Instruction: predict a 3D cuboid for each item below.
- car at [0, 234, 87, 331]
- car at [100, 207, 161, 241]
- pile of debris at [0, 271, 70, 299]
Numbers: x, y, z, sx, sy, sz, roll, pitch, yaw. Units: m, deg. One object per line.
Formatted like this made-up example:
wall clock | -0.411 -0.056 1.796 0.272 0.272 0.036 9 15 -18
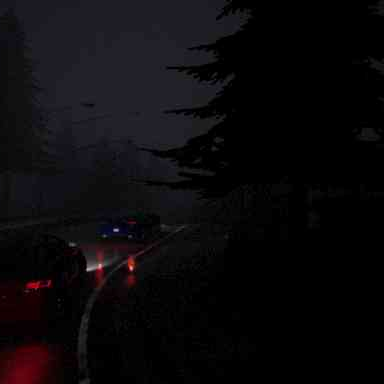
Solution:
car | -3.475 1.568 6.925 1.994 1.385 4.181 0 0 -11
car | -2.930 1.496 16.816 1.882 1.535 5.008 0 0 8
pile of debris | -3.966 2.185 7.973 1.500 0.140 1.860 0 0 -4
